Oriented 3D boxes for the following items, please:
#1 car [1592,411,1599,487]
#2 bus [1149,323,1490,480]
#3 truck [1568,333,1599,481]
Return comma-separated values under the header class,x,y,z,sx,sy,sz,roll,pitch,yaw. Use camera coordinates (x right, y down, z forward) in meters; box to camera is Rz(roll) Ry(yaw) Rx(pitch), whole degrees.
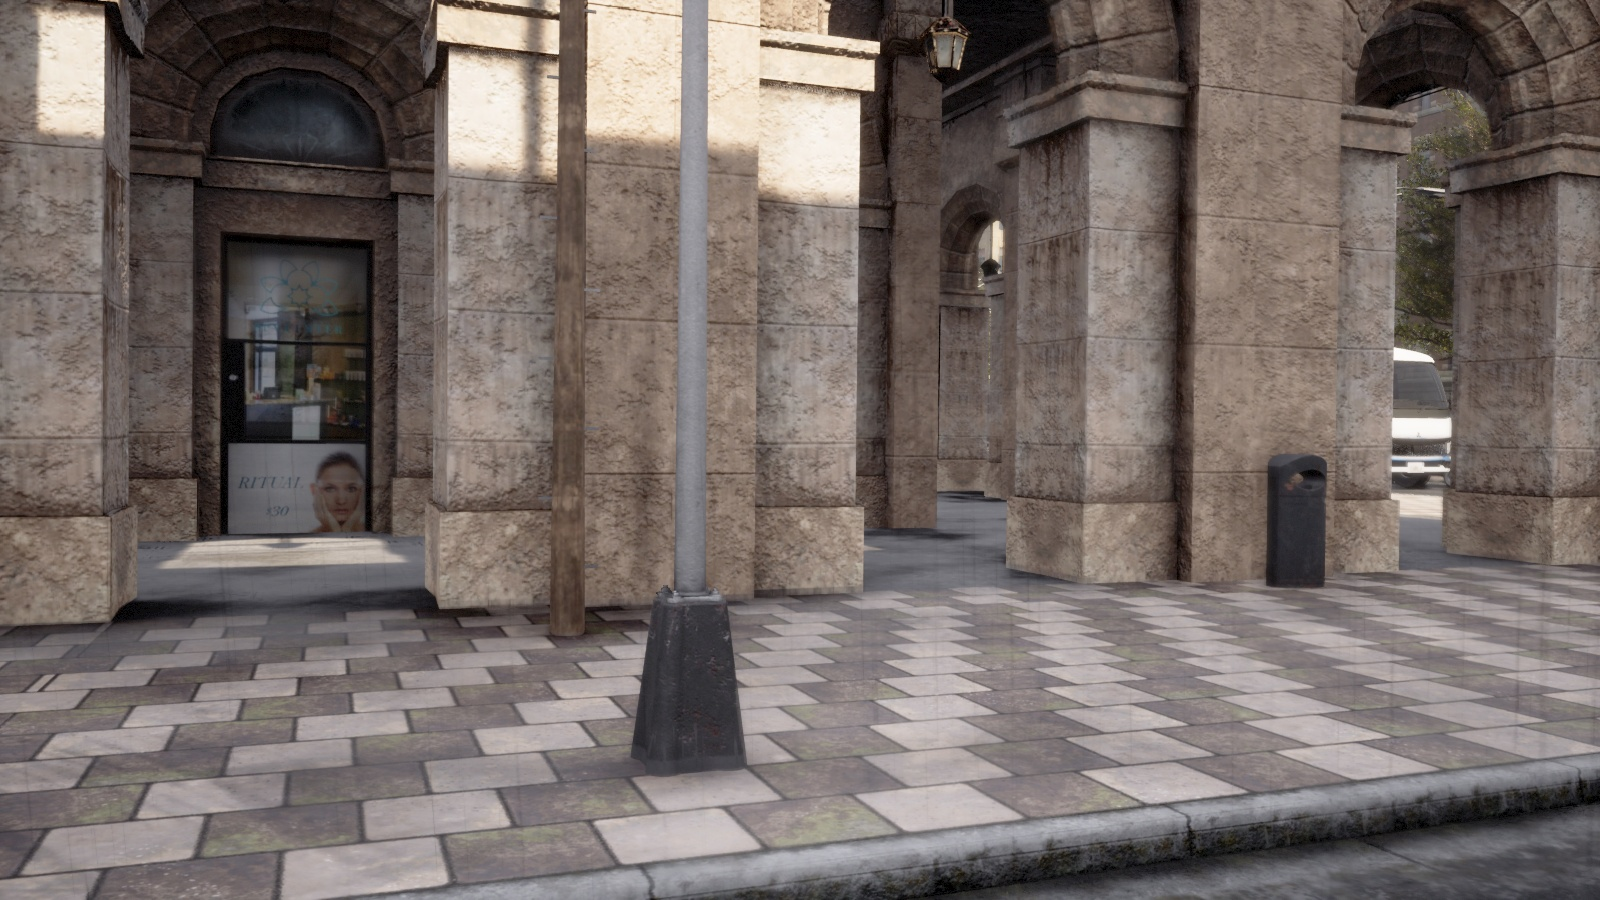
class,x,y,z,sx,sy,sz,roll,pitch,yaw
car,20.346,-0.014,27.671,2.097,1.767,4.553,-1,1,-20
bus,15.800,-1.393,39.535,3.944,4.253,10.273,-1,1,-21
truck,23.223,-1.103,29.850,2.891,3.827,8.468,-1,1,-21
